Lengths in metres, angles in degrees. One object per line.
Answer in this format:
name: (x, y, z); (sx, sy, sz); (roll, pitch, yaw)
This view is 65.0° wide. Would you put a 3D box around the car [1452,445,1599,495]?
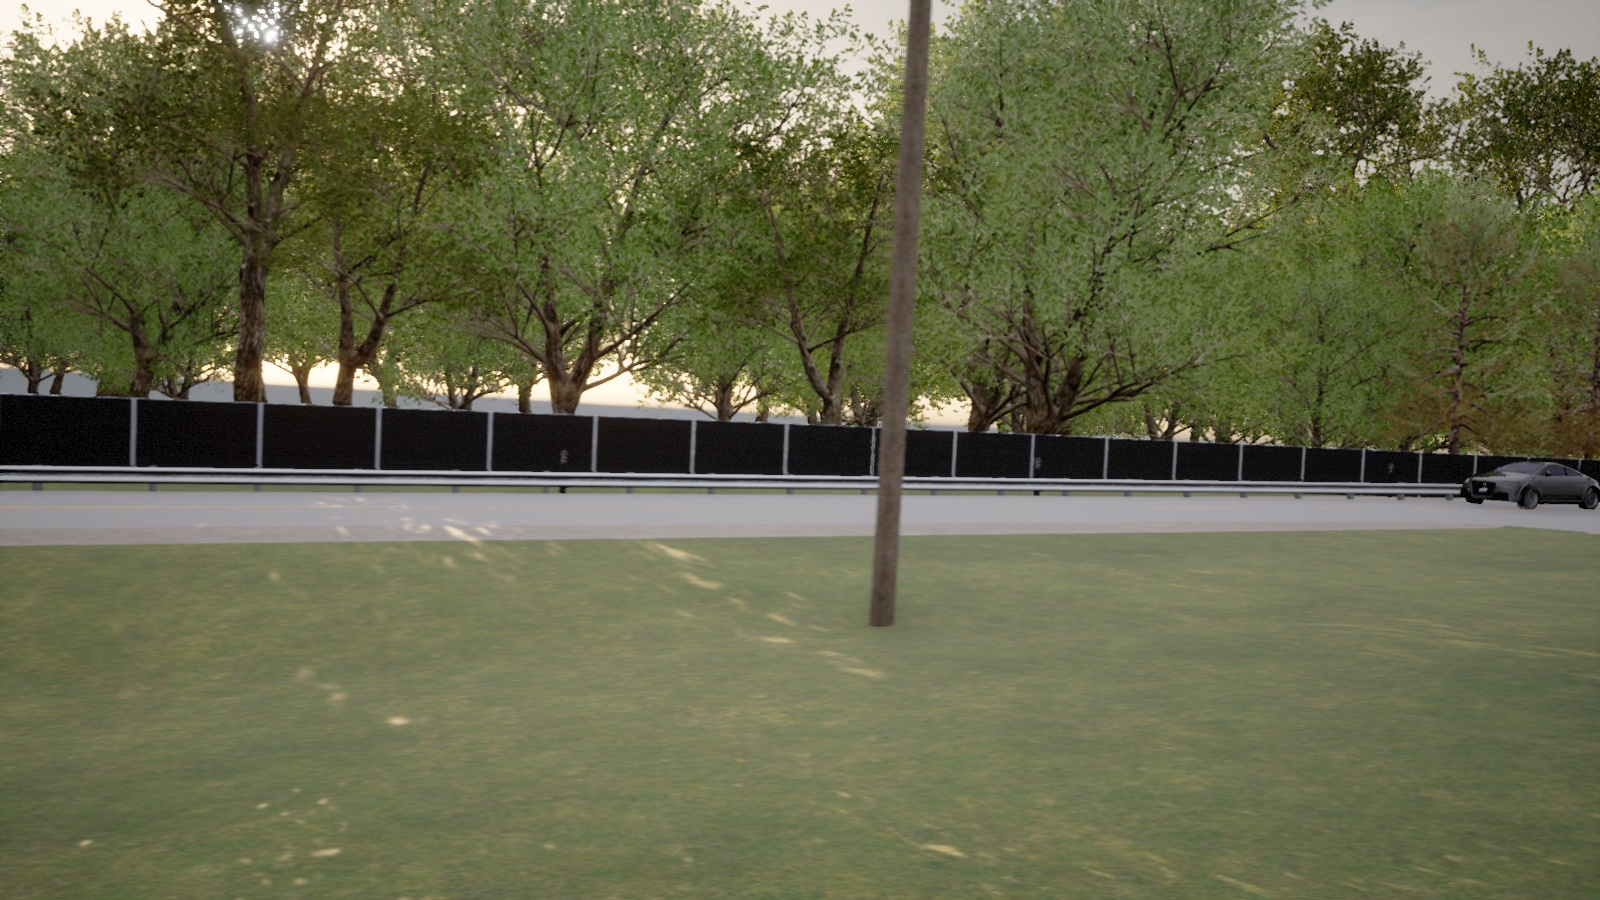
car: (22.163, 0.576, 38.025); (4.181, 1.385, 1.994); (0, 2, -22)
